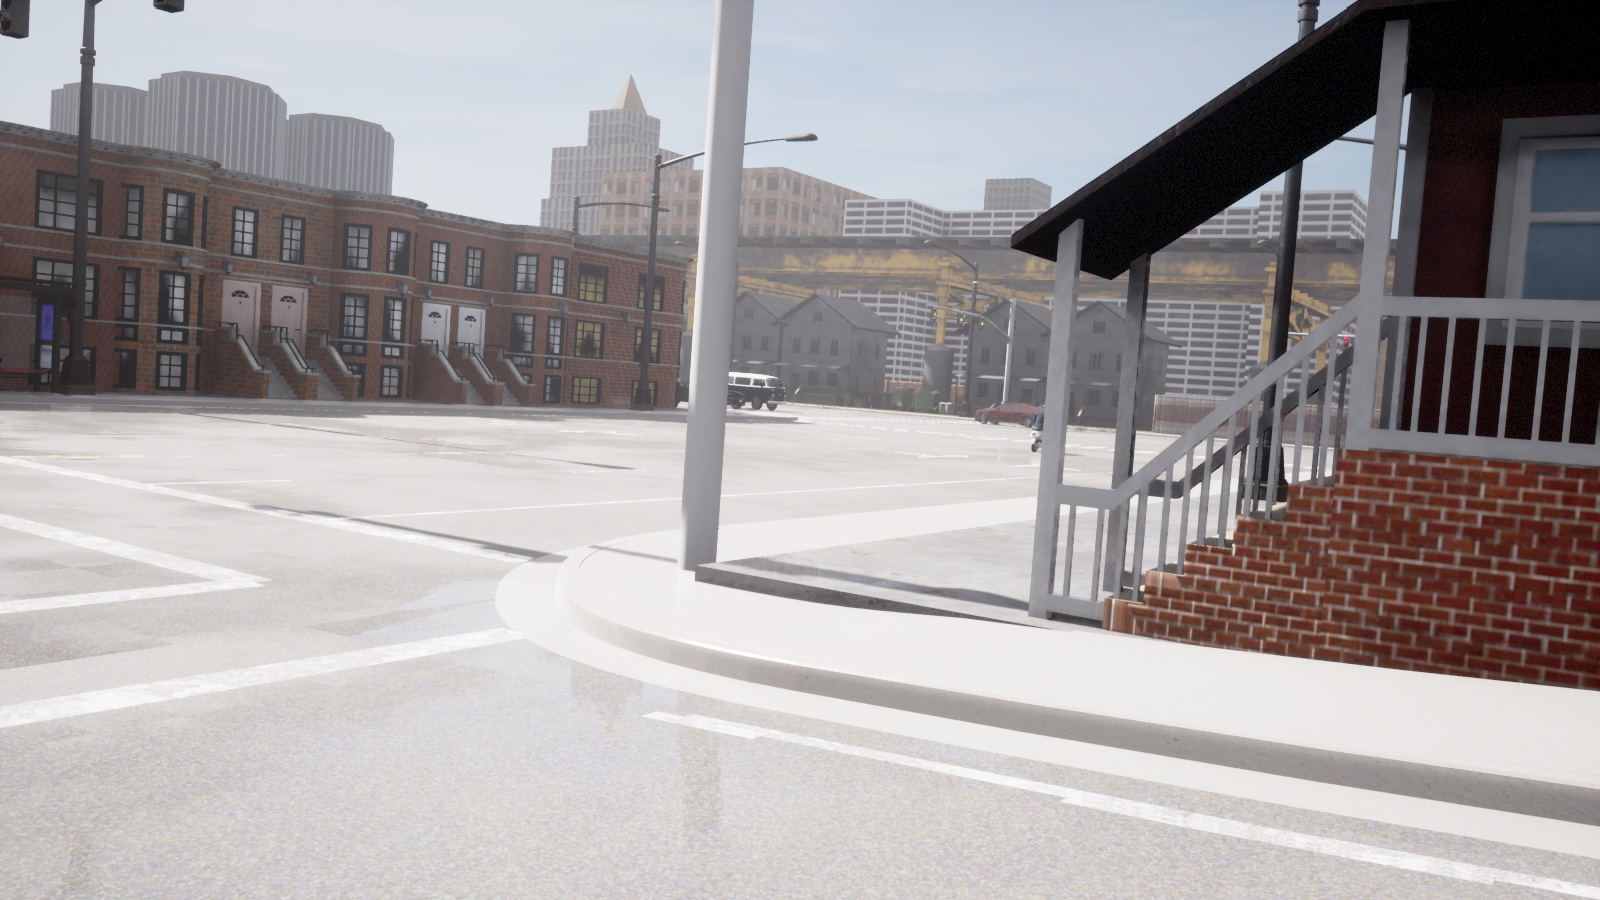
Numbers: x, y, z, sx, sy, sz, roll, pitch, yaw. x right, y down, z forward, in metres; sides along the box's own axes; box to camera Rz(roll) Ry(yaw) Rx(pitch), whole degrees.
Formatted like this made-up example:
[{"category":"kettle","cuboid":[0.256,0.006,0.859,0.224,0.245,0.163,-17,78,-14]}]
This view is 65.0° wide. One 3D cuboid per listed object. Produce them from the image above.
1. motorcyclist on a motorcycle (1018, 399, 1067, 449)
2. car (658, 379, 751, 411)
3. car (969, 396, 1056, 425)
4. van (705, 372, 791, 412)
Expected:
[{"category":"motorcyclist on a motorcycle","cuboid":[8.087,-0.857,41.773,0.866,1.590,1.817,5,4,34]},{"category":"car","cuboid":[-5.336,-3.072,69.899,5.008,1.535,1.882,5,4,34]},{"category":"car","cuboid":[12.617,-2.345,74.735,4.674,1.442,1.812,5,4,34]},{"category":"van","cuboid":[-3.013,-3.350,72.557,4.480,2.038,2.069,5,4,34]}]
